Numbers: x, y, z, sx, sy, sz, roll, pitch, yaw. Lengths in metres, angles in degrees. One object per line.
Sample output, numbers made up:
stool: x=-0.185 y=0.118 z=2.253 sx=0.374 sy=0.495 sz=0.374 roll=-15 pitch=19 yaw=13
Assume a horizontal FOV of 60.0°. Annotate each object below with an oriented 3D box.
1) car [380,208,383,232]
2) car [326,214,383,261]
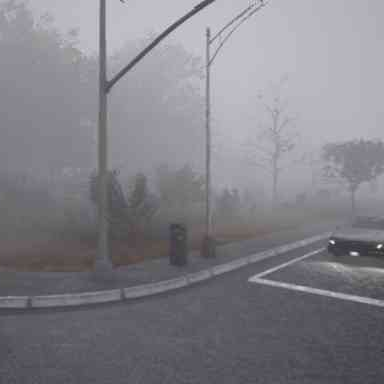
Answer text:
car: x=12.955 y=1.593 z=20.250 sx=1.895 sy=1.301 sz=4.718 roll=0 pitch=0 yaw=39
car: x=6.745 y=1.549 z=12.515 sx=2.033 sy=1.411 sz=5.357 roll=0 pitch=0 yaw=39
